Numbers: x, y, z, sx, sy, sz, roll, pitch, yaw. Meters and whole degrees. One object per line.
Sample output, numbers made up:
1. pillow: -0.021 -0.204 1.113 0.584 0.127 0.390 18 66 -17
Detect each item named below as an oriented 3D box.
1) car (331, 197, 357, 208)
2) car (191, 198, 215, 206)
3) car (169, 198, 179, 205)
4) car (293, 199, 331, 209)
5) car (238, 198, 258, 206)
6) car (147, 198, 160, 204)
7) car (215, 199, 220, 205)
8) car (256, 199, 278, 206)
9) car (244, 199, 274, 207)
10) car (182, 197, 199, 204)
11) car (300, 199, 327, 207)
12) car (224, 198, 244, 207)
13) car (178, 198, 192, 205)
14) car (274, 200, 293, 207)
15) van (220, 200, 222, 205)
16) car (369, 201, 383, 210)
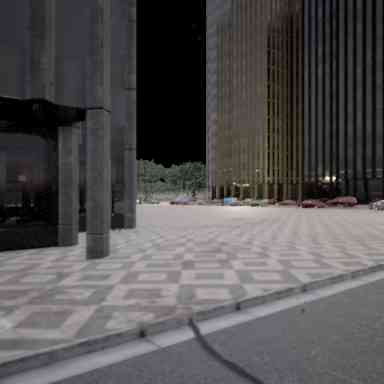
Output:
1. car: 25.806 1.759 57.352 2.192 1.841 5.009 -1 0 -35
2. car: 2.491 2.468 75.390 2.008 1.369 4.403 -1 0 -35
3. car: -4.058 2.648 84.583 1.887 1.381 4.507 -1 0 -35
4. car: 18.865 1.988 52.410 1.887 1.381 4.507 -1 0 -35
5. car: 12.709 2.264 75.737 1.967 1.590 4.097 -1 0 -35
6. car: -10.607 2.867 93.776 1.802 1.307 4.206 -1 0 -35
7. car: 6.162 2.562 84.930 2.008 1.369 4.403 -1 0 -35
8. car: 15.987 2.273 71.140 1.887 1.381 4.507 -1 0 -35
9. car: 12.315 2.183 61.602 2.008 1.369 4.403 -1 0 -35
10. car: -0.393 2.510 94.124 2.192 1.841 5.009 -1 0 -35
11. car: 22.536 2.082 61.947 1.887 1.381 4.507 -1 0 -35
12. car: 9.041 2.279 66.197 2.008 1.369 4.403 -1 0 -35
13. car: -0.786 2.451 79.987 1.967 1.590 4.097 -1 0 -35
14. car: 19.259 2.214 66.549 1.802 1.307 4.206 -1 0 -35
15. van: 9.433 2.259 80.334 1.690 1.788 3.998 -1 0 -35
16. car: 25.415 1.813 43.218 2.008 1.369 4.403 -1 0 -35
